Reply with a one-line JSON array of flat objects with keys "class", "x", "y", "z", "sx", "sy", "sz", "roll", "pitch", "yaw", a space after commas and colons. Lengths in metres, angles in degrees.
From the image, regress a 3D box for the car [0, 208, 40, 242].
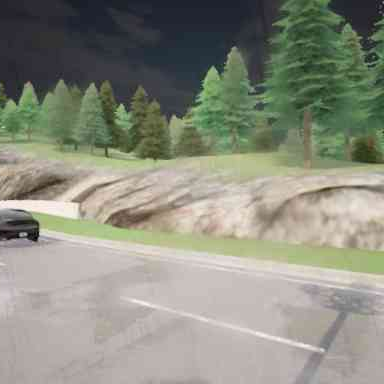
[{"class": "car", "x": -8.668, "y": 1.505, "z": 15.318, "sx": 4.892, "sy": 1.490, "sz": 1.837, "roll": 0, "pitch": 0, "yaw": 44}]
